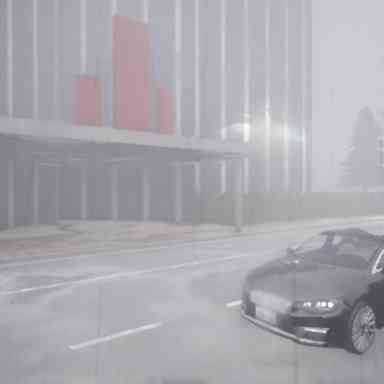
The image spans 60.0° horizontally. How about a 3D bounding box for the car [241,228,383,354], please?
[{"bbox_3d":[3.044,1.467,6.139,4.902,1.511,2.128,0,0,-35],"label":"car"}]
